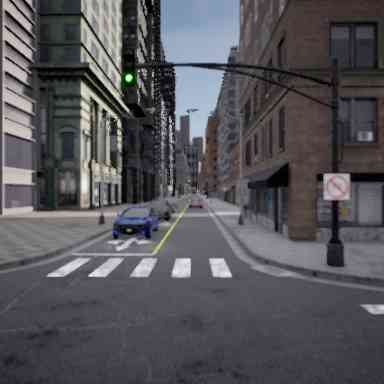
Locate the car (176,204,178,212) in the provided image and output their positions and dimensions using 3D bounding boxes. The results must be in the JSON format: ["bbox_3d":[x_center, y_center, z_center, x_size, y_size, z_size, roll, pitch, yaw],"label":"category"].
[{"bbox_3d":[-2.679,1.722,37.853,1.895,1.301,4.718,0,0,1],"label":"car"}]

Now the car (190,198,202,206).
[{"bbox_3d":[0.674,1.731,58.618,2.033,1.411,5.357,0,0,1],"label":"car"}]

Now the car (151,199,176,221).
[{"bbox_3d":[-2.804,1.442,28.036,2.097,1.767,4.553,0,0,1],"label":"car"}]

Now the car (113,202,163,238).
[{"bbox_3d":[-2.931,1.537,18.169,1.882,1.535,5.008,0,0,1],"label":"car"}]

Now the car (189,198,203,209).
[{"bbox_3d":[0.549,1.720,48.615,1.994,1.385,4.181,0,0,1],"label":"car"}]
